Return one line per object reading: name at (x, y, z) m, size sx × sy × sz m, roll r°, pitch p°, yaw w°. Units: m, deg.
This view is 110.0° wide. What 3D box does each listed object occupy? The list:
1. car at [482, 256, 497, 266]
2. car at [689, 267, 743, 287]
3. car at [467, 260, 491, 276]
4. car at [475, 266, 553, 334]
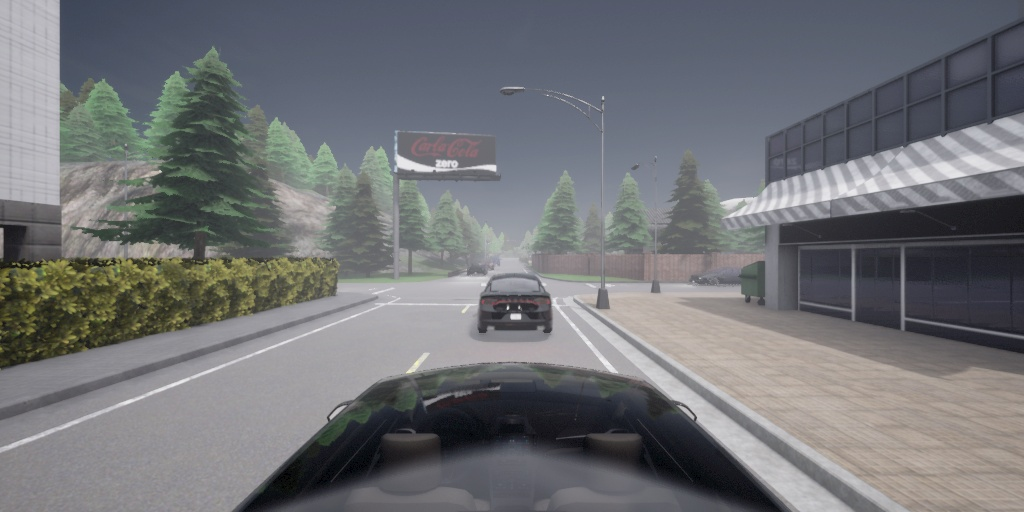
car at (-3.552, 1.121, 50.134) m, size 2.097 × 1.767 × 4.553 m, roll 0°, pitch 0°, yaw 0°
car at (15.961, 1.482, 26.228) m, size 5.357 × 1.411 × 2.033 m, roll 0°, pitch 0°, yaw 1°
car at (-3.568, 1.363, 37.435) m, size 1.895 × 1.301 × 4.718 m, roll 0°, pitch 0°, yaw 0°
car at (0.055, 1.231, 10.698) m, size 1.882 × 1.535 × 5.008 m, roll 0°, pitch 0°, yaw -1°
